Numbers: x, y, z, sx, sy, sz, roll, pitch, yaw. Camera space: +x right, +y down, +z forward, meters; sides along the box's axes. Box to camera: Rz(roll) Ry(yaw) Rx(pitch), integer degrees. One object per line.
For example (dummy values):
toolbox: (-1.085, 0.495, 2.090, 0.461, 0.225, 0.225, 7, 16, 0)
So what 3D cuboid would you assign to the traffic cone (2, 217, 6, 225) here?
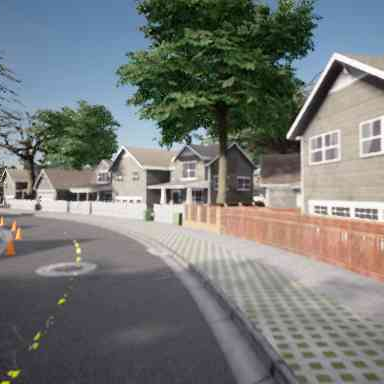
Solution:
traffic cone: (-14.117, 2.179, 24.899, 0.340, 0.580, 0.340, 0, 0, -40)

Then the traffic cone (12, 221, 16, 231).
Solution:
traffic cone: (-11.270, 2.145, 21.145, 0.340, 0.580, 0.340, 0, 0, -34)

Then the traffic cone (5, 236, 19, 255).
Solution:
traffic cone: (-6.961, 2.075, 12.782, 0.340, 0.580, 0.340, 0, 0, -21)

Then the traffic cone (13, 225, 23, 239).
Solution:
traffic cone: (-8.874, 2.110, 17.087, 0.340, 0.580, 0.340, 0, 0, -27)
